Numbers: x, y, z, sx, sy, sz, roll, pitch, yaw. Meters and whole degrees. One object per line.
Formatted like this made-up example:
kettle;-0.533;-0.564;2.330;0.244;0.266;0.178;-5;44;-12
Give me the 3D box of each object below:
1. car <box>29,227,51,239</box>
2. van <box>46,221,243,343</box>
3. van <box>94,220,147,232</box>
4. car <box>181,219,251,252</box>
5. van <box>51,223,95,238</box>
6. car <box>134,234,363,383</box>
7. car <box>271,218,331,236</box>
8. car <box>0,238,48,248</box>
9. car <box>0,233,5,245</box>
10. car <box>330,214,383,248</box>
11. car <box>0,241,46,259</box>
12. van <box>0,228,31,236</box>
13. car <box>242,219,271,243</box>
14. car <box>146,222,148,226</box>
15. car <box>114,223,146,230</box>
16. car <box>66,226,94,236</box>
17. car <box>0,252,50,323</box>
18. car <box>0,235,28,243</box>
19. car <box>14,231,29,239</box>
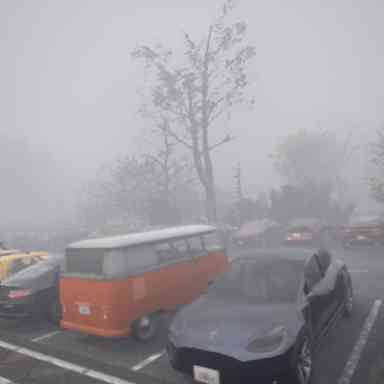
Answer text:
car;-12.125;4.268;30.987;2.185;1.767;4.553;-7;-4;35
van;-0.719;1.873;7.797;1.878;1.987;4.442;-7;-4;35
van;-5.049;3.308;26.195;1.878;1.987;4.442;-7;-4;35
car;1.693;2.698;21.312;2.097;1.535;5.008;-7;-4;35
van;-9.648;3.874;29.429;1.878;1.987;4.442;-7;-4;35
car;1.519;1.845;6.047;2.163;1.488;4.792;-7;-4;35
car;6.415;2.151;18.038;2.163;1.488;4.792;-7;-4;35
car;-7.777;2.942;12.384;1.946;1.575;5.366;-7;-4;35
car;-25.931;5.990;40.692;2.163;1.488;4.792;-6;-3;35
car;8.693;1.839;16.397;2.097;1.535;5.008;-7;-4;35
car;-5.263;2.660;11.072;1.946;1.575;5.366;-7;-4;35
van;-16.680;4.721;34.082;1.878;1.987;4.442;-7;-4;35
car;3.998;2.416;19.705;2.097;1.535;5.008;-7;-4;35
car;-0.595;2.856;22.963;2.185;1.767;4.553;-7;-4;35
car;-2.899;3.263;24.549;2.097;1.535;5.008;-7;-4;35
car;-7.394;3.817;27.709;2.231;1.521;4.892;-7;-4;35
car;-3.067;2.420;9.300;2.002;1.452;4.674;-7;-4;35
car;-9.963;3.103;14.185;2.185;1.767;4.553;-7;-4;35
car;-14.272;4.692;32.573;2.163;1.488;4.792;-7;-4;35
